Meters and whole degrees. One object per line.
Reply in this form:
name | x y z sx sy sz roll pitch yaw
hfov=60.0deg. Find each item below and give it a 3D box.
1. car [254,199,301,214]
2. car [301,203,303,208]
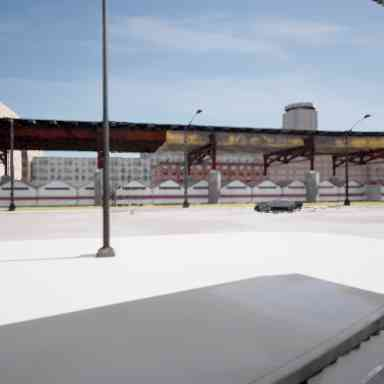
car | 8.473 1.462 34.031 4.181 1.385 1.994 0 0 -12
car | 10.255 1.480 38.533 4.718 1.301 1.895 0 0 -7
